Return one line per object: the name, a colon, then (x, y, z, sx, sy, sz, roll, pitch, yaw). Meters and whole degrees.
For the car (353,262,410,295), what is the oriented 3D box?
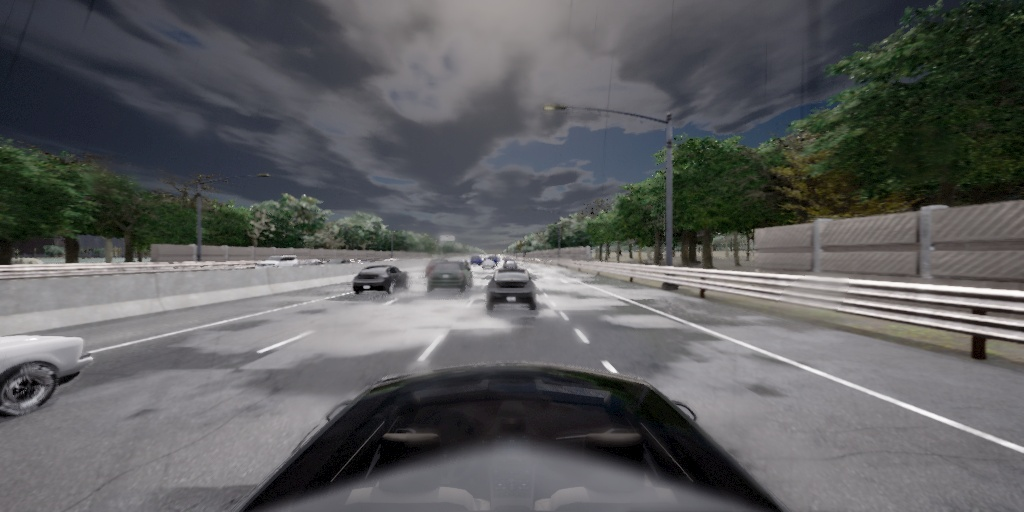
car: (-7.036, 1.263, 19.754, 1.837, 1.490, 4.892, 0, 0, 0)

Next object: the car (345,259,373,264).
car: (-17.745, 1.311, 43.553, 2.033, 1.411, 5.357, 0, 0, 0)

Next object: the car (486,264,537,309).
car: (-0.019, 1.260, 14.951, 1.837, 1.490, 4.892, 0, 0, 0)

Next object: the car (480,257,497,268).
car: (-3.851, 1.284, 59.740, 1.812, 1.442, 4.674, 0, 0, -1)

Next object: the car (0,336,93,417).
car: (-6.999, 1.354, 2.987, 1.895, 1.301, 4.718, 0, 0, 0)

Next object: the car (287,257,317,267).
car: (-24.750, 1.257, 43.951, 2.128, 1.511, 4.902, 0, 0, 0)

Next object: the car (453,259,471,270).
car: (-7.270, 1.253, 52.541, 2.128, 1.511, 4.902, 0, 0, -1)

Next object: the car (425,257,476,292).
car: (-3.542, 1.108, 21.287, 2.097, 1.767, 4.553, 0, 0, 0)

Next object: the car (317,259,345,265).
car: (-21.249, 1.117, 43.715, 2.097, 1.767, 4.553, 0, 0, 0)

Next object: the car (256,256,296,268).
car: (-28.238, 0.986, 43.407, 2.150, 2.045, 5.566, 0, 0, 0)

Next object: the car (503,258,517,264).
car: (-0.245, 1.325, 50.130, 1.994, 1.385, 4.181, 0, 0, -1)
